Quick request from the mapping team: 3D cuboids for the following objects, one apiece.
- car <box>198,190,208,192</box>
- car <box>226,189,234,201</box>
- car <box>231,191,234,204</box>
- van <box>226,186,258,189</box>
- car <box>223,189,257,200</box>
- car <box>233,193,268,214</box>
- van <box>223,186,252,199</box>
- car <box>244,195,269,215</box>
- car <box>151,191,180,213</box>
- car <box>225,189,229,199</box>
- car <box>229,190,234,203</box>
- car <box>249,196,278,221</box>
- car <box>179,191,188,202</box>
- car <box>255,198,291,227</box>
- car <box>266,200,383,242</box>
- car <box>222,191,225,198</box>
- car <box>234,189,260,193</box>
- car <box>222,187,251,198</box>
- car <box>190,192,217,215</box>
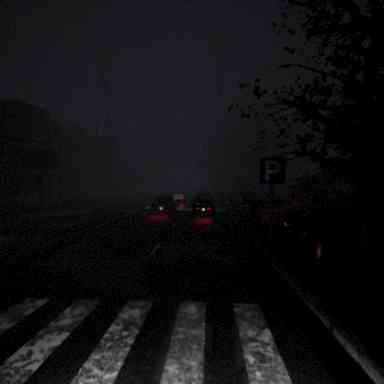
[{"bbox_3d":[1.578,0.504,46.092,1.882,1.535,5.008,1,2,2],"label":"car"},{"bbox_3d":[6.749,0.789,38.912,4.792,1.488,2.163,1,2,2],"label":"car"},{"bbox_3d":[6.589,0.943,33.404,4.674,1.452,2.002,1,1,2],"label":"car"},{"bbox_3d":[7.085,0.375,44.399,4.442,1.987,1.878,1,2,2],"label":"van"},{"bbox_3d":[7.148,0.426,49.917,4.892,1.521,2.231,1,2,2],"label":"car"},{"bbox_3d":[6.125,1.090,25.152,5.366,1.575,1.946,1,1,2],"label":"car"},{"bbox_3d":[7.134,0.105,52.667,4.442,1.987,1.878,1,2,2],"label":"van"},{"bbox_3d":[6.245,1.182,22.387,4.792,1.488,2.163,1,1,2],"label":"car"},{"bbox_3d":[-2.343,0.971,28.692,1.837,1.490,4.892,1,2,2],"label":"car"},{"bbox_3d":[6.902,0.709,41.660,4.792,1.488,2.163,1,2,2],"label":"car"},{"bbox_3d":[6.687,0.873,36.156,4.674,1.452,2.002,1,1,2],"label":"car"},{"bbox_3d":[6.129,1.205,19.639,4.892,1.521,2.231,1,1,2],"label":"car"},{"bbox_3d":[-1.744,0.568,44.755,1.812,1.442,4.674,1,1,3],"label":"car"},{"bbox_3d":[6.024,1.255,16.888,5.008,1.535,2.097,1,1,2],"label":"car"},{"bbox_3d":[5.929,1.304,14.135,4.892,1.521,2.231,1,1,2],"label":"car"},{"bbox_3d":[7.034,0.386,47.289,4.553,1.767,2.185,1,2,2],"label":"car"},{"bbox_3d":[6.468,0.847,30.642,4.553,1.767,2.185,1,1,2],"label":"car"},{"bbox_3d":[7.373,0.105,55.415,4.553,1.767,2.185,0,2,2],"label":"car"},{"bbox_3d":[0.954,1.021,27.621,1.837,1.490,4.892,1,1,2],"label":"car"}]
